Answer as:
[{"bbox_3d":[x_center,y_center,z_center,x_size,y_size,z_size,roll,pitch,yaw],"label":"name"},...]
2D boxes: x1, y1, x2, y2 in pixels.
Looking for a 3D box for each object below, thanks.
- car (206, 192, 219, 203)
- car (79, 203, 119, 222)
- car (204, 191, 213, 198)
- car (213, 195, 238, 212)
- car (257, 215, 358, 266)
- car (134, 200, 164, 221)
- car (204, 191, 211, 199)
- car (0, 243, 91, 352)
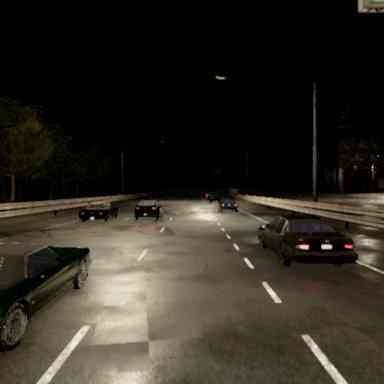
[{"bbox_3d":[3.859,1.133,56.192,1.837,1.490,4.892,0,1,1],"label":"car"},{"bbox_3d":[-6.822,1.499,24.998,1.895,1.301,4.718,0,0,0],"label":"car"},{"bbox_3d":[4.380,0.580,89.058,2.097,1.767,4.553,0,1,1],"label":"car"},{"bbox_3d":[3.753,1.369,35.821,2.033,1.411,5.357,0,0,0],"label":"car"},{"bbox_3d":[3.618,1.512,11.425,2.033,1.411,5.357,0,0,0],"label":"car"},{"bbox_3d":[-3.314,1.383,26.161,2.128,1.511,4.902,0,0,0],"label":"car"},{"bbox_3d":[4.007,1.025,67.162,1.837,1.490,4.892,0,1,1],"label":"car"},{"bbox_3d":[-3.393,1.583,6.070,1.895,1.301,4.718,0,0,0],"label":"car"}]
